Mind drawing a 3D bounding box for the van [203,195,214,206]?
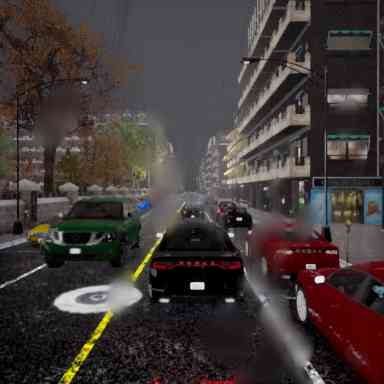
[{"bbox_3d":[2.636,1.351,54.009,1.690,1.788,3.998,0,0,0],"label":"van"}]

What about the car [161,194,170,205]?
[{"bbox_3d":[-5.749,1.327,59.536,2.192,1.841,5.009,0,0,0],"label":"car"}]

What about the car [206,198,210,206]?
[{"bbox_3d":[2.657,1.569,31.868,1.947,1.339,4.313,0,0,0],"label":"car"}]

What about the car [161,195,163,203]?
[{"bbox_3d":[-5.738,1.558,48.465,2.008,1.369,4.403,0,0,0],"label":"car"}]

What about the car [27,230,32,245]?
[{"bbox_3d":[-5.708,1.525,15.084,1.752,1.417,4.829,0,0,0],"label":"car"}]

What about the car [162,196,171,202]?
[{"bbox_3d":[-5.762,1.602,76.141,1.802,1.307,4.206,0,0,0],"label":"car"}]

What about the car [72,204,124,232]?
[{"bbox_3d":[-5.713,1.551,20.790,2.008,1.369,4.403,0,0,0],"label":"car"}]

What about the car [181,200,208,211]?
[{"bbox_3d":[0.075,1.603,27.944,1.895,1.301,4.718,0,0,0],"label":"car"}]

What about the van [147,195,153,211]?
[{"bbox_3d":[-5.729,1.345,37.394,1.690,1.788,3.998,0,0,0],"label":"van"}]

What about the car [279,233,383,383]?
[{"bbox_3d":[2.682,1.544,4.192,1.887,1.381,4.507,0,0,0],"label":"car"}]

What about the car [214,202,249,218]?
[{"bbox_3d":[2.667,1.567,20.798,1.947,1.339,4.313,0,0,0],"label":"car"}]

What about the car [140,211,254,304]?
[{"bbox_3d":[0.089,1.477,8.245,1.882,1.535,5.008,0,0,0],"label":"car"}]

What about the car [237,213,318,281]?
[{"bbox_3d":[2.677,1.544,9.727,1.887,1.381,4.507,0,0,0],"label":"car"}]

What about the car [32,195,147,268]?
[{"bbox_3d":[-3.111,1.221,11.612,2.150,2.045,5.566,0,0,0],"label":"car"}]

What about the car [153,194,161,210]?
[{"bbox_3d":[-5.735,1.321,42.930,2.192,1.841,5.009,0,0,0],"label":"car"}]

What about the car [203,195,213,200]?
[{"bbox_3d":[2.643,1.574,48.473,1.947,1.339,4.313,0,0,0],"label":"car"}]

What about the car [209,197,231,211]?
[{"bbox_3d":[2.661,1.442,26.333,1.967,1.590,4.097,0,0,0],"label":"car"}]
